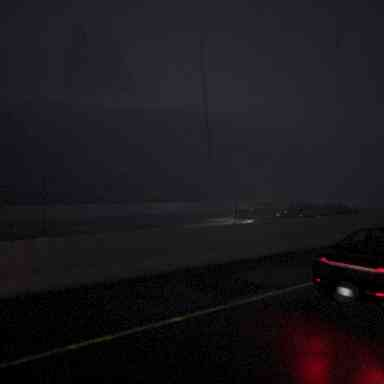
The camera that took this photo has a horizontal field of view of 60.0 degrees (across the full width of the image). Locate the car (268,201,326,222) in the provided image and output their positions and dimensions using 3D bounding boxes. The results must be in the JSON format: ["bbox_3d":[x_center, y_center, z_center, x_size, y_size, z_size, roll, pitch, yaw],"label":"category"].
[{"bbox_3d":[8.763,1.522,27.632,4.902,1.511,2.128,0,0,-36],"label":"car"}]

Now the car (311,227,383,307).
[{"bbox_3d":[4.596,1.497,7.131,4.902,1.511,2.128,0,0,-36],"label":"car"}]

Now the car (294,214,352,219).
[{"bbox_3d":[10.123,1.571,24.301,5.357,1.411,2.033,0,0,-36],"label":"car"}]
